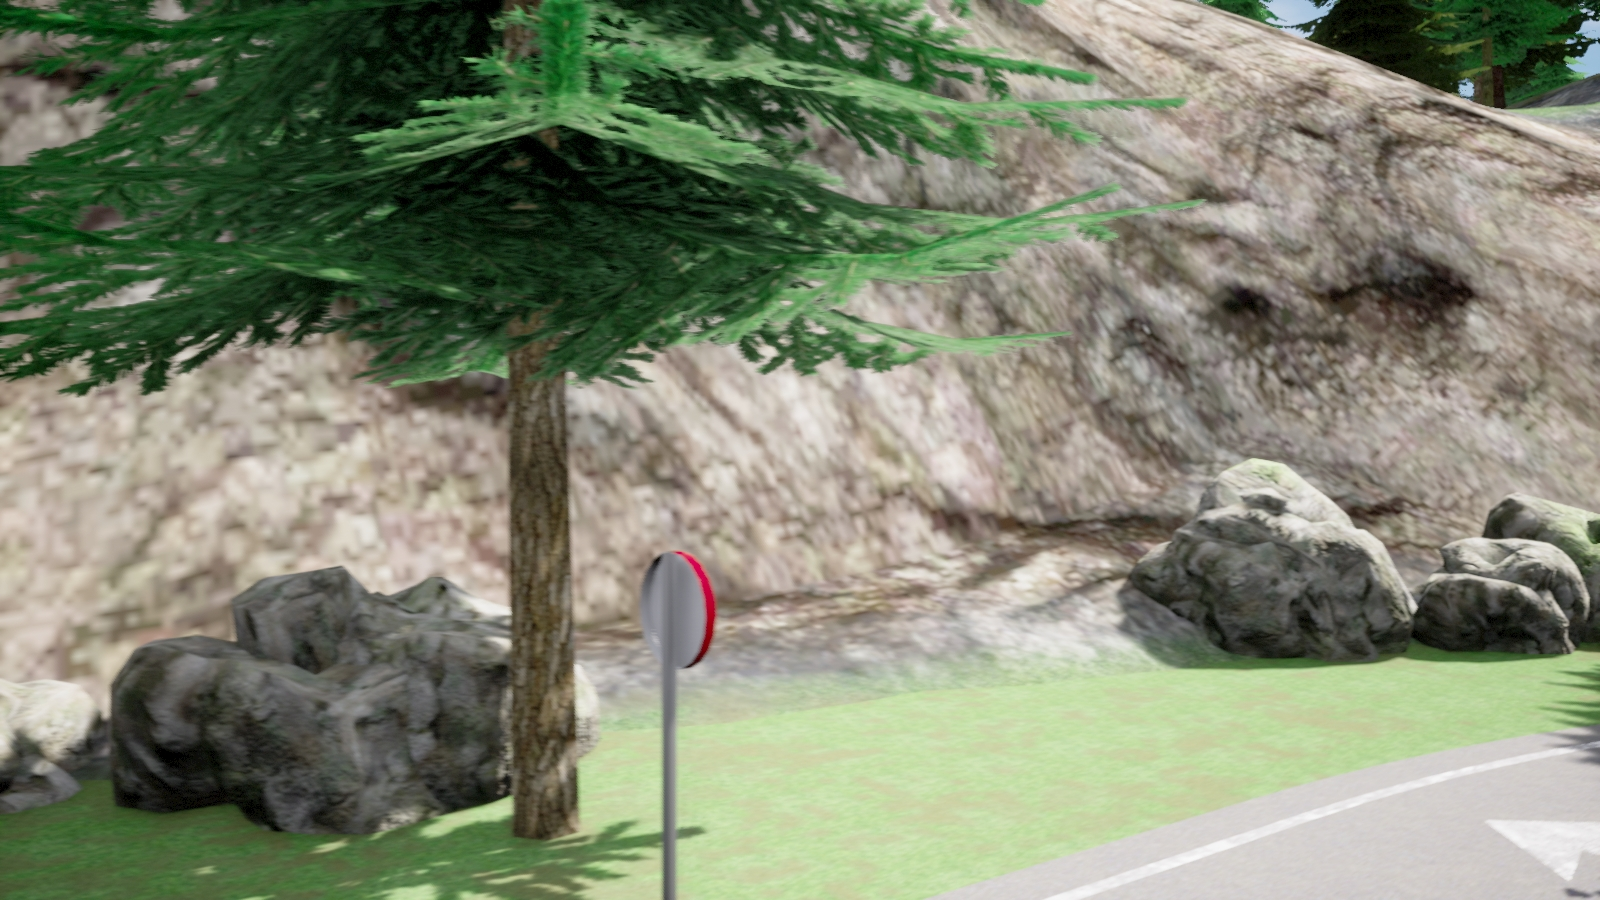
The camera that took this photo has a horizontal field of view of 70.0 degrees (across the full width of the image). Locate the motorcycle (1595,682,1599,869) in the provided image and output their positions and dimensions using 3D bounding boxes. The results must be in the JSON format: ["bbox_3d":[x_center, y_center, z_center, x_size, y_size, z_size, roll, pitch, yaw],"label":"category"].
[{"bbox_3d":[6.563,2.200,7.847,2.209,1.251,0.867,0,0,-27],"label":"motorcycle"}]
